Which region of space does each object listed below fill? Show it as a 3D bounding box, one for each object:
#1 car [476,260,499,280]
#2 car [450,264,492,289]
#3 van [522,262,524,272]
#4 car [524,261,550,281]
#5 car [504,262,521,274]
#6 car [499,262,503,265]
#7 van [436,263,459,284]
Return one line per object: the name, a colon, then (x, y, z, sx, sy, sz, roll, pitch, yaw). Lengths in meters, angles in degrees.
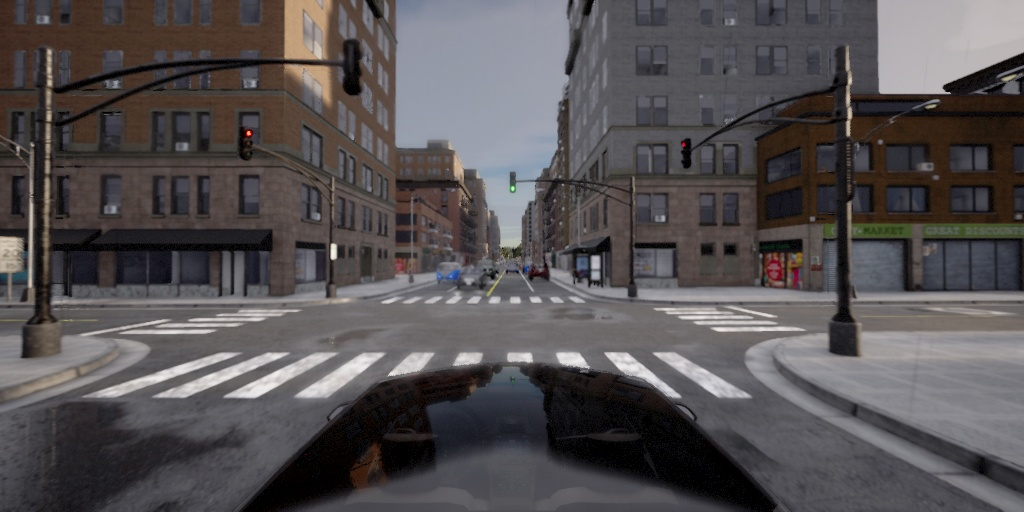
car: (-2.836, 1.440, 37.788, 2.150, 2.045, 5.566, 0, -1, 1)
car: (-2.845, 1.558, 26.104, 2.128, 1.511, 4.902, 0, -1, 0)
van: (2.702, 1.747, 52.461, 1.690, 1.789, 3.998, 0, 0, 0)
car: (2.713, 1.512, 36.243, 2.192, 1.841, 5.009, 0, 0, 0)
car: (0.066, 2.012, 55.675, 1.994, 1.385, 4.181, 0, -1, 0)
car: (-2.811, 1.939, 51.366, 2.033, 1.411, 5.357, 0, -1, 0)
van: (-5.401, 1.468, 30.838, 1.690, 1.789, 3.998, 0, 0, 0)
